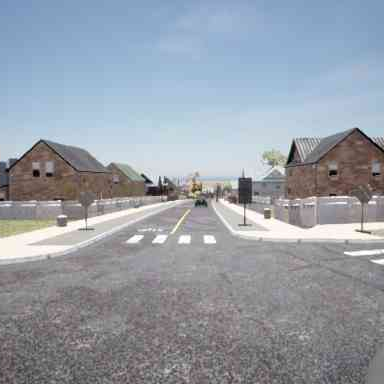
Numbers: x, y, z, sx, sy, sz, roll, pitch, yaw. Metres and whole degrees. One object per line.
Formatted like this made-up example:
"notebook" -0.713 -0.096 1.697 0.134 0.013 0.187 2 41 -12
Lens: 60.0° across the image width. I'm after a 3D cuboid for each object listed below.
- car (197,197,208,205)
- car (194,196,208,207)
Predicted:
"car" 2.005 1.754 64.298 2.033 1.411 5.357 0 0 3
"car" 1.518 1.497 54.269 2.097 1.767 4.553 0 0 3
